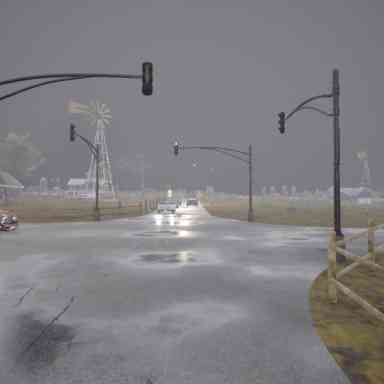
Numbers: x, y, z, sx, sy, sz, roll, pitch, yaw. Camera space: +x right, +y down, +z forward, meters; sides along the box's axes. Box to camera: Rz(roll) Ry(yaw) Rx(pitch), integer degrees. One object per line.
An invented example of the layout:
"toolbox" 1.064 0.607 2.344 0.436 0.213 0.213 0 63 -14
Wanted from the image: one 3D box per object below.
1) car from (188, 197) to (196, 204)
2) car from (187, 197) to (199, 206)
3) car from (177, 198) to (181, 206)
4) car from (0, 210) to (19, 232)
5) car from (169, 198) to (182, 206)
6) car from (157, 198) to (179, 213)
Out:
"car" -0.051 1.827 74.864 1.812 1.442 4.674 0 0 0
"car" 0.054 1.718 58.220 1.812 1.442 4.674 0 0 0
"car" -2.868 1.643 48.626 1.837 1.490 4.892 0 0 0
"car" -11.294 1.186 16.837 4.553 1.767 2.097 1 -2 0
"car" -2.854 1.745 59.191 2.033 1.411 5.357 0 0 0
"car" -2.872 1.690 38.243 1.895 1.301 4.718 0 0 0
